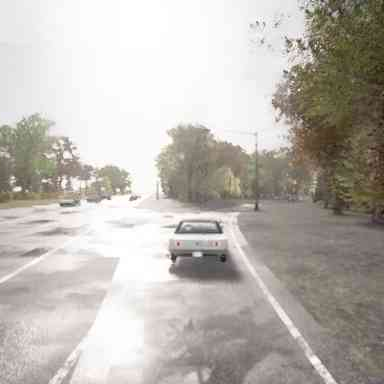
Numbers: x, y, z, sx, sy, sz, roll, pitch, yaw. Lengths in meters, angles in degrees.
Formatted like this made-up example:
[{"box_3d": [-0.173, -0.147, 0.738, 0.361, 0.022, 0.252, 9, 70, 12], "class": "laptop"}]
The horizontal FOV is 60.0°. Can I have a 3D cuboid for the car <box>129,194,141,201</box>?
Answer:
[{"box_3d": [-13.694, 1.339, 78.227, 2.033, 1.411, 5.357, 0, 0, -6], "class": "car"}]

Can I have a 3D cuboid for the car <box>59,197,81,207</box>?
[{"box_3d": [-16.890, 1.361, 46.303, 2.033, 1.411, 5.357, 0, 0, -6], "class": "car"}]

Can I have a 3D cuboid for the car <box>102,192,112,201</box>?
[{"box_3d": [-20.226, 0.985, 78.169, 2.150, 2.045, 5.566, 0, 0, -6], "class": "car"}]

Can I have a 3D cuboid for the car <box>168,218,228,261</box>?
[{"box_3d": [0.285, 1.623, 12.359, 1.895, 1.301, 4.718, 0, 0, 3], "class": "car"}]

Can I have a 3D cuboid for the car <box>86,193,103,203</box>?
[{"box_3d": [-18.570, 1.278, 62.617, 1.882, 1.535, 5.008, 0, 0, -6], "class": "car"}]
